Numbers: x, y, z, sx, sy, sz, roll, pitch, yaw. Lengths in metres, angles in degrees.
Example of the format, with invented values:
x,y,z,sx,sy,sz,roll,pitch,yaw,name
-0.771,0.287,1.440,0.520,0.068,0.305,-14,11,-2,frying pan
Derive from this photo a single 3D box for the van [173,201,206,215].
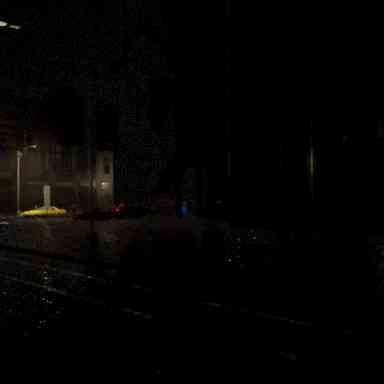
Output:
x,y,z,sx,sy,sz,roll,pitch,yaw,name
-0.266,2.104,43.967,1.690,1.788,3.998,-2,-2,36,van

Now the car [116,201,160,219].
x,y,z,sx,sy,sz,roll,pitch,yaw,name
-6.202,1.939,35.704,2.192,1.841,5.009,-2,-2,36,car

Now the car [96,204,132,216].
x,y,z,sx,sy,sz,roll,pitch,yaw,name
-10.401,2.355,44.483,2.008,1.369,4.403,-2,-2,36,car

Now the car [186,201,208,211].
x,y,z,sx,sy,sz,roll,pitch,yaw,name
0.980,2.509,60.372,1.967,1.590,4.097,-2,-2,36,car

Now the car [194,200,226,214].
x,y,z,sx,sy,sz,roll,pitch,yaw,name
2.701,2.146,48.099,2.192,1.841,5.009,-2,-2,36,car

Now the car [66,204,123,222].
x,y,z,sx,sy,sz,roll,pitch,yaw,name
-9.166,2.099,31.566,1.887,1.381,4.507,-2,-2,36,car

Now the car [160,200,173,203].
x,y,z,sx,sy,sz,roll,pitch,yaw,name
-4.713,2.252,52.433,2.192,1.841,5.009,-2,-2,36,car

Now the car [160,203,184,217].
x,y,z,sx,sy,sz,roll,pitch,yaw,name
-3.231,2.275,39.829,1.802,1.307,4.206,-2,-2,36,car

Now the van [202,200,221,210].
x,y,z,sx,sy,sz,roll,pitch,yaw,name
3.824,2.475,64.347,1.690,1.788,3.998,-2,-2,36,van

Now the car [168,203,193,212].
x,y,z,sx,sy,sz,roll,pitch,yaw,name
-1.864,2.548,56.398,1.887,1.381,4.507,-2,-2,36,car

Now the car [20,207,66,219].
x,y,z,sx,sy,sz,roll,pitch,yaw,name
-16.191,2.194,36.403,1.752,1.417,4.829,-2,-2,36,car
